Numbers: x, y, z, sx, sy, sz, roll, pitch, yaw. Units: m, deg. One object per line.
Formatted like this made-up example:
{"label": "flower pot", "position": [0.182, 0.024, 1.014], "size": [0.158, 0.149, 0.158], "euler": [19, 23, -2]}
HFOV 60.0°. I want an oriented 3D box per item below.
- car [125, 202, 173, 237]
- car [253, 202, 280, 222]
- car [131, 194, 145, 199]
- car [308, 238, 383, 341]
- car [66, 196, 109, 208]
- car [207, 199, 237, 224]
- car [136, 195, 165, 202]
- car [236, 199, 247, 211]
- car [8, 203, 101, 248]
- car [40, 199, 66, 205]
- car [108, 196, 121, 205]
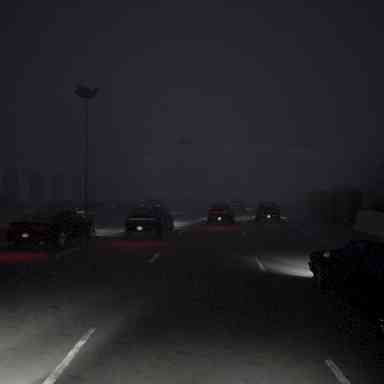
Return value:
{"label": "car", "position": [-2.221, 1.522, 18.278], "size": [2.128, 1.511, 4.902], "euler": [0, 0, 6]}
{"label": "car", "position": [6.121, 1.567, 27.140], "size": [1.837, 1.490, 4.892], "euler": [0, 0, 10]}
{"label": "car", "position": [-12.447, 1.093, 78.120], "size": [2.097, 1.767, 4.553], "euler": [0, 0, 19]}
{"label": "car", "position": [3.784, 1.566, 6.088], "size": [2.033, 1.411, 5.357], "euler": [0, 0, 3]}
{"label": "car", "position": [-12.690, 1.601, 40.964], "size": [2.033, 1.411, 5.357], "euler": [0, 0, 13]}
{"label": "car", "position": [2.245, 1.557, 25.115], "size": [1.837, 1.490, 4.892], "euler": [0, 0, 9]}
{"label": "car", "position": [-3.466, 1.407, 32.860], "size": [2.097, 1.767, 4.553], "euler": [0, 0, 11]}
{"label": "car", "position": [5.695, 1.592, 41.462], "size": [1.837, 1.490, 4.892], "euler": [0, 0, 15]}
{"label": "car", "position": [-6.077, 1.495, 15.028], "size": [1.882, 1.535, 5.008], "euler": [0, 0, 5]}
{"label": "car", "position": [-16.384, 1.593, 40.478], "size": [2.033, 1.411, 5.357], "euler": [0, 0, 13]}
{"label": "car", "position": [-14.714, 1.437, 59.690], "size": [2.097, 1.767, 4.553], "euler": [0, 0, 17]}
